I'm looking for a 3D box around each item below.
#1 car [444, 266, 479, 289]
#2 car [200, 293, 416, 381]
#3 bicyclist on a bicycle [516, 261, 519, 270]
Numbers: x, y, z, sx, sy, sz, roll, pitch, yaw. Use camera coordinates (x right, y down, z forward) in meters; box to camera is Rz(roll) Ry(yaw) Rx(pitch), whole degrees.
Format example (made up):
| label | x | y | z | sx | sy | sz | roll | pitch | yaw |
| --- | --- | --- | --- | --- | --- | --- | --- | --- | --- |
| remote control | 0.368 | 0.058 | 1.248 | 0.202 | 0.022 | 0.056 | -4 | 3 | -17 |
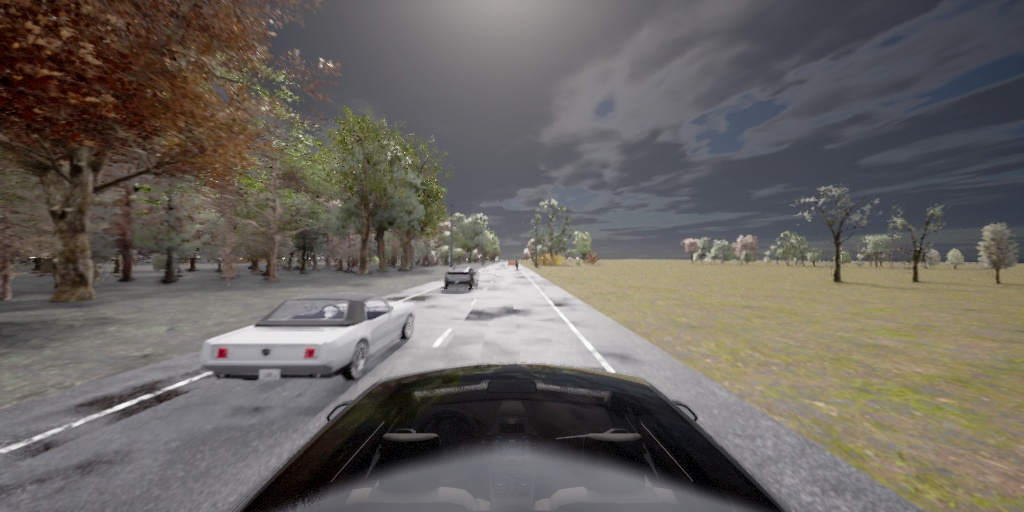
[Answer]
| label | x | y | z | sx | sy | sz | roll | pitch | yaw |
| --- | --- | --- | --- | --- | --- | --- | --- | --- | --- |
| car | -3.399 | 1.423 | 24.555 | 2.128 | 1.511 | 4.902 | 0 | 0 | 0 |
| car | -3.399 | 1.395 | 7.260 | 1.895 | 1.301 | 4.718 | 0 | 0 | 0 |
| bicyclist on a bicycle | 0.967 | 1.688 | 62.422 | 0.582 | 1.620 | 1.656 | 0 | -1 | 0 |
